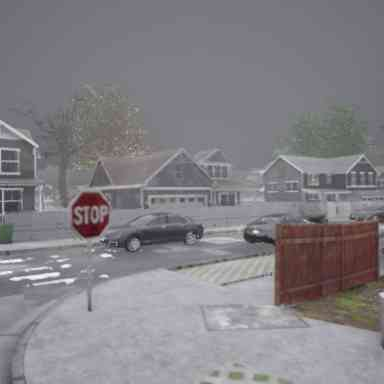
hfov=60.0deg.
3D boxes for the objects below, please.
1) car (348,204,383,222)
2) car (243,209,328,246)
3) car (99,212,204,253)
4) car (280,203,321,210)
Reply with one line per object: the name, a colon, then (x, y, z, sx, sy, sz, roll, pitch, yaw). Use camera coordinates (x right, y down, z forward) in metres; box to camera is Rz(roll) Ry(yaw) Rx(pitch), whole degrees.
car: (14.352, 1.722, 26.302, 4.892, 1.490, 1.837, 0, -1, -33)
car: (4.403, 1.723, 15.815, 4.181, 1.385, 1.994, 0, -1, -36)
car: (-1.699, 1.707, 14.948, 4.892, 1.490, 1.837, 1, -1, -37)
car: (6.465, 1.563, 20.907, 4.553, 1.767, 2.097, 0, -1, -35)
